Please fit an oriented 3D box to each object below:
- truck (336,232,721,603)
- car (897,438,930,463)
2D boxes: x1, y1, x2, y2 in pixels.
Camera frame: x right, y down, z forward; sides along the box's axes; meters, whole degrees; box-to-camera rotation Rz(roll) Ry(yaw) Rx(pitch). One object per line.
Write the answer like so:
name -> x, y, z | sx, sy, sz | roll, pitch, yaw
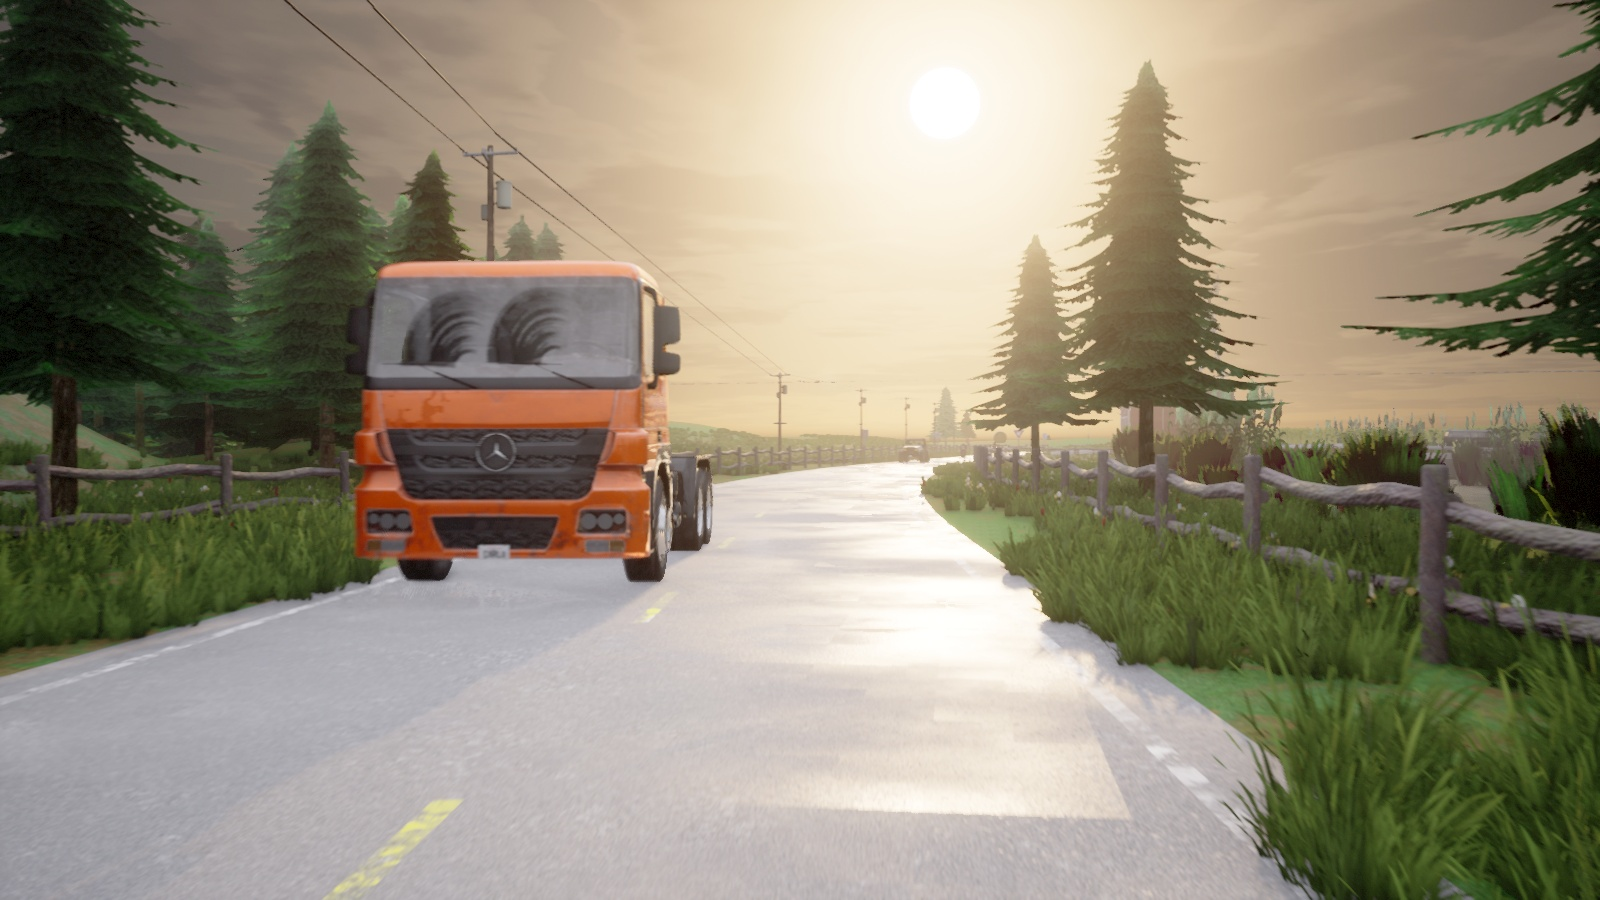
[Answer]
truck -> -2.791, -0.326, 15.718 | 2.891, 3.462, 7.936 | 0, 0, 2
car -> 8.587, 0.014, 95.115 | 1.905, 1.878, 3.866 | 0, 0, 14
